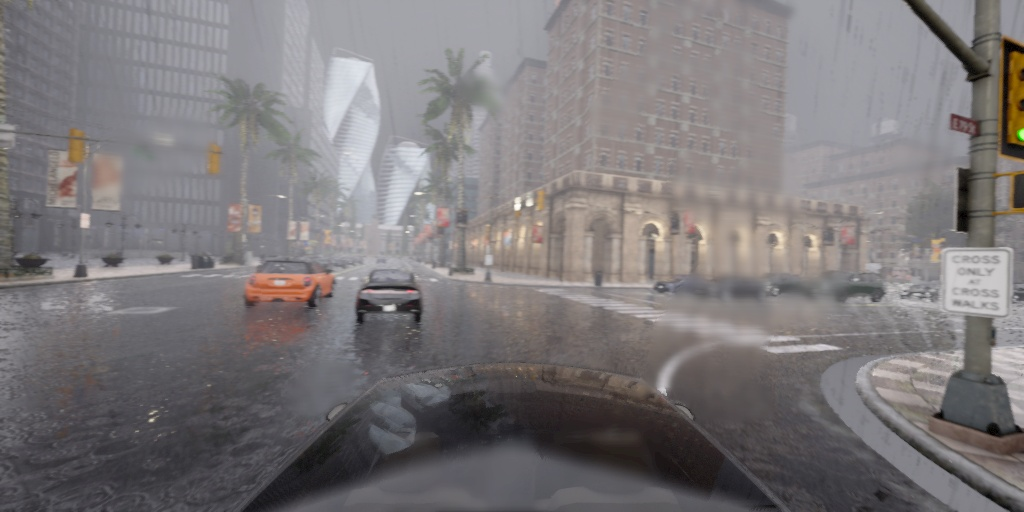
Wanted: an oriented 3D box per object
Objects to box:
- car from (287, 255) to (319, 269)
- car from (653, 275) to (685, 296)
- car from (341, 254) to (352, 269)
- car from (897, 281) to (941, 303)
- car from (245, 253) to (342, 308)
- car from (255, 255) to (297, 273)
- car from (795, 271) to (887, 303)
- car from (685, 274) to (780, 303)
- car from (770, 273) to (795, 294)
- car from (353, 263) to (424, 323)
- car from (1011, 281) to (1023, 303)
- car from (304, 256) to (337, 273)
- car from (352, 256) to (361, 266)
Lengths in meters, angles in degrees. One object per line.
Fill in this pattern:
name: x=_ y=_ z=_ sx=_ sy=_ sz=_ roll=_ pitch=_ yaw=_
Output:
car: x=-24.406 y=0.636 z=42.149 sx=2.128 sy=1.511 sz=4.902 roll=2 pitch=-1 yaw=-17
car: x=11.927 y=1.980 z=24.734 sx=4.181 sy=1.385 sz=1.994 roll=2 pitch=-1 yaw=-17
car: x=-21.227 y=0.846 z=43.712 sx=1.994 sy=1.385 sz=4.181 roll=2 pitch=-1 yaw=-16
car: x=31.965 y=2.823 z=27.313 sx=4.718 sy=1.301 sz=1.895 roll=2 pitch=-1 yaw=-17
car: x=-8.206 y=0.884 z=13.762 sx=2.097 sy=1.767 sz=4.553 roll=2 pitch=-1 yaw=-17
car: x=-21.722 y=0.677 z=33.221 sx=1.837 sy=1.490 sz=4.892 roll=2 pitch=-1 yaw=-17
car: x=22.588 y=2.051 z=24.386 sx=5.566 sy=2.045 sz=2.150 roll=2 pitch=-1 yaw=-17
car: x=13.167 y=1.941 z=21.457 sx=4.892 sy=1.490 sz=1.837 roll=2 pitch=-1 yaw=-19
car: x=20.126 y=2.110 z=27.288 sx=4.553 sy=1.767 sz=2.097 roll=2 pitch=-1 yaw=-17
car: x=-3.965 y=1.174 z=11.853 sx=2.128 sy=1.511 sz=4.902 roll=2 pitch=-1 yaw=-17
car: x=41.698 y=2.981 z=30.366 sx=4.553 sy=1.767 sz=2.097 roll=2 pitch=-1 yaw=-17
car: x=-18.669 y=0.813 z=35.196 sx=1.837 sy=1.490 sz=4.892 roll=2 pitch=0 yaw=-17
car: x=-24.097 y=0.756 z=53.078 sx=1.837 sy=1.490 sz=4.892 roll=2 pitch=-1 yaw=-17
